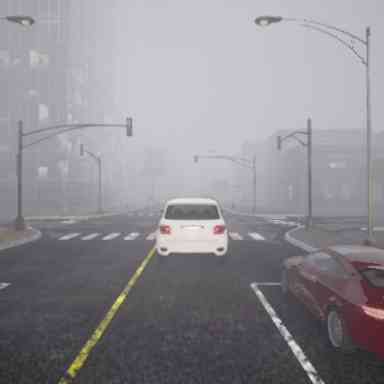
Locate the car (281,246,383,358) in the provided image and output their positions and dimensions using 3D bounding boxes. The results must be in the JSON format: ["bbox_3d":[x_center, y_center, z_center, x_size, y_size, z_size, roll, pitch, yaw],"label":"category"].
[{"bbox_3d":[2.820,1.597,5.841,1.802,1.307,4.206,1,0,0],"label":"car"}]

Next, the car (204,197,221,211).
[{"bbox_3d":[2.661,1.539,43.804,1.967,1.590,4.097,1,0,0],"label":"car"}]

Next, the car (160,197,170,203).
[{"bbox_3d":[-5.750,1.740,72.127,1.802,1.307,4.206,1,0,0],"label":"car"}]

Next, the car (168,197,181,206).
[{"bbox_3d":[-3.105,1.626,60.951,2.128,1.511,4.902,0,0,1],"label":"car"}]

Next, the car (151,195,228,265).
[{"bbox_3d":[-0.007,1.248,11.990,2.150,2.045,5.566,0,0,0],"label":"car"}]

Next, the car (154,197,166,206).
[{"bbox_3d":[-5.737,1.659,60.609,1.752,1.417,4.829,1,0,0],"label":"car"}]

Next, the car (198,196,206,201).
[{"bbox_3d":[2.613,1.759,89.196,1.947,1.339,4.313,1,0,0],"label":"car"}]

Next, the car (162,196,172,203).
[{"bbox_3d":[-5.756,1.735,77.801,1.947,1.339,4.313,1,0,0],"label":"car"}]

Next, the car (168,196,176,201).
[{"bbox_3d":[-5.772,1.755,94.823,2.008,1.369,4.403,1,0,0],"label":"car"}]

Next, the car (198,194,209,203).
[{"bbox_3d":[2.629,1.485,77.849,2.192,1.841,5.009,1,0,0],"label":"car"}]

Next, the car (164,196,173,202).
[{"bbox_3d":[-5.761,1.747,83.475,1.947,1.339,4.313,1,0,0],"label":"car"}]

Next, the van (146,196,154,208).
[{"bbox_3d":[-5.723,1.451,49.431,1.690,1.788,3.998,1,0,0],"label":"van"}]

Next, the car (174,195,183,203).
[{"bbox_3d":[-3.077,1.504,76.648,2.097,1.767,4.553,0,0,0],"label":"car"}]
